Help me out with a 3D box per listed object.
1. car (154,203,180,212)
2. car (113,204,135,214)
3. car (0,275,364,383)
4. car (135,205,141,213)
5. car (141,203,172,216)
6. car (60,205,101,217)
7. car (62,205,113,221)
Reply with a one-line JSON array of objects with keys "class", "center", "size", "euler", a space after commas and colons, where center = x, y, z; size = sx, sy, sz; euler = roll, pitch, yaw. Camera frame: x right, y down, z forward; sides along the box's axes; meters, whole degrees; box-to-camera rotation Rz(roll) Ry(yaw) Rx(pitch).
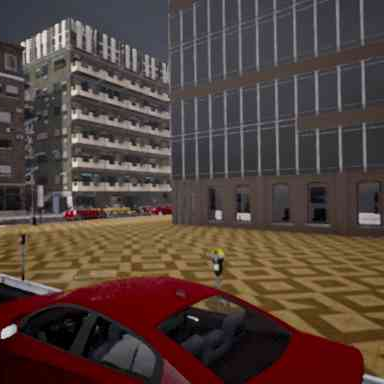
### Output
[{"class": "car", "center": [-4.095, 2.627, 55.781], "size": [1.887, 1.381, 4.507], "euler": [-2, -2, 35]}, {"class": "car", "center": [-10.688, 2.428, 46.397], "size": [1.752, 1.417, 4.829], "euler": [-2, -2, 35]}, {"class": "car", "center": [-0.702, 1.568, 3.386], "size": [4.507, 1.381, 1.887], "euler": [-1, -1, 36]}, {"class": "car", "center": [-7.342, 2.559, 51.158], "size": [1.947, 1.339, 4.313], "euler": [-2, -2, 35]}, {"class": "car", "center": [-3.785, 2.291, 41.763], "size": [1.887, 1.381, 4.507], "euler": [-2, -2, 35]}, {"class": "car", "center": [-13.936, 2.339, 41.775], "size": [1.752, 1.417, 4.829], "euler": [-2, -2, 35]}, {"class": "car", "center": [-10.283, 2.009, 32.521], "size": [1.967, 1.590, 4.097], "euler": [-2, -2, 35]}]
